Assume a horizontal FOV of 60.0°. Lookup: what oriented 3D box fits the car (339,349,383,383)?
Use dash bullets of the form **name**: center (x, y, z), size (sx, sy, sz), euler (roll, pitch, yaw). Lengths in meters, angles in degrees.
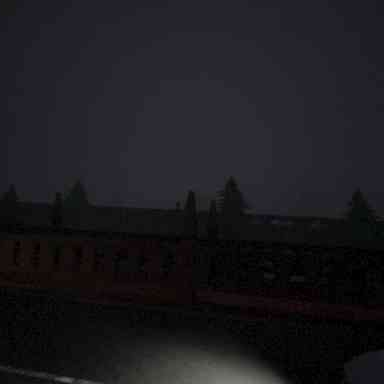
- **car**: center (3.746, 1.936, 2.718), size (4.674, 1.442, 1.812), euler (2, -4, 13)
